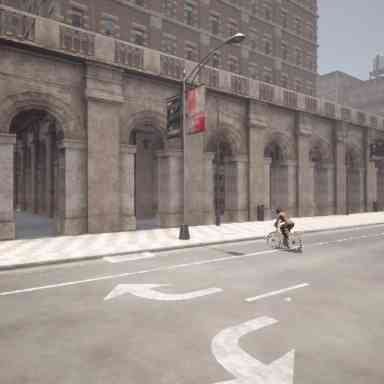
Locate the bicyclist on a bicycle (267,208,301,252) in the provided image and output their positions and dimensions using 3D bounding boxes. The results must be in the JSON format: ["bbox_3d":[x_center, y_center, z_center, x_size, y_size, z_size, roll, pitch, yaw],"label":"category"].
[{"bbox_3d":[3.522,1.455,12.883,0.582,1.620,1.656,0,-2,-36],"label":"bicyclist on a bicycle"}]

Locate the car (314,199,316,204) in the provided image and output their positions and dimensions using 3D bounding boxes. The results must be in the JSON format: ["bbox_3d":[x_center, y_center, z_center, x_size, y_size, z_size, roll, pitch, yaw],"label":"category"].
[{"bbox_3d":[20.450,1.595,60.727,1.895,1.301,4.718,0,0,-37],"label":"car"}]
